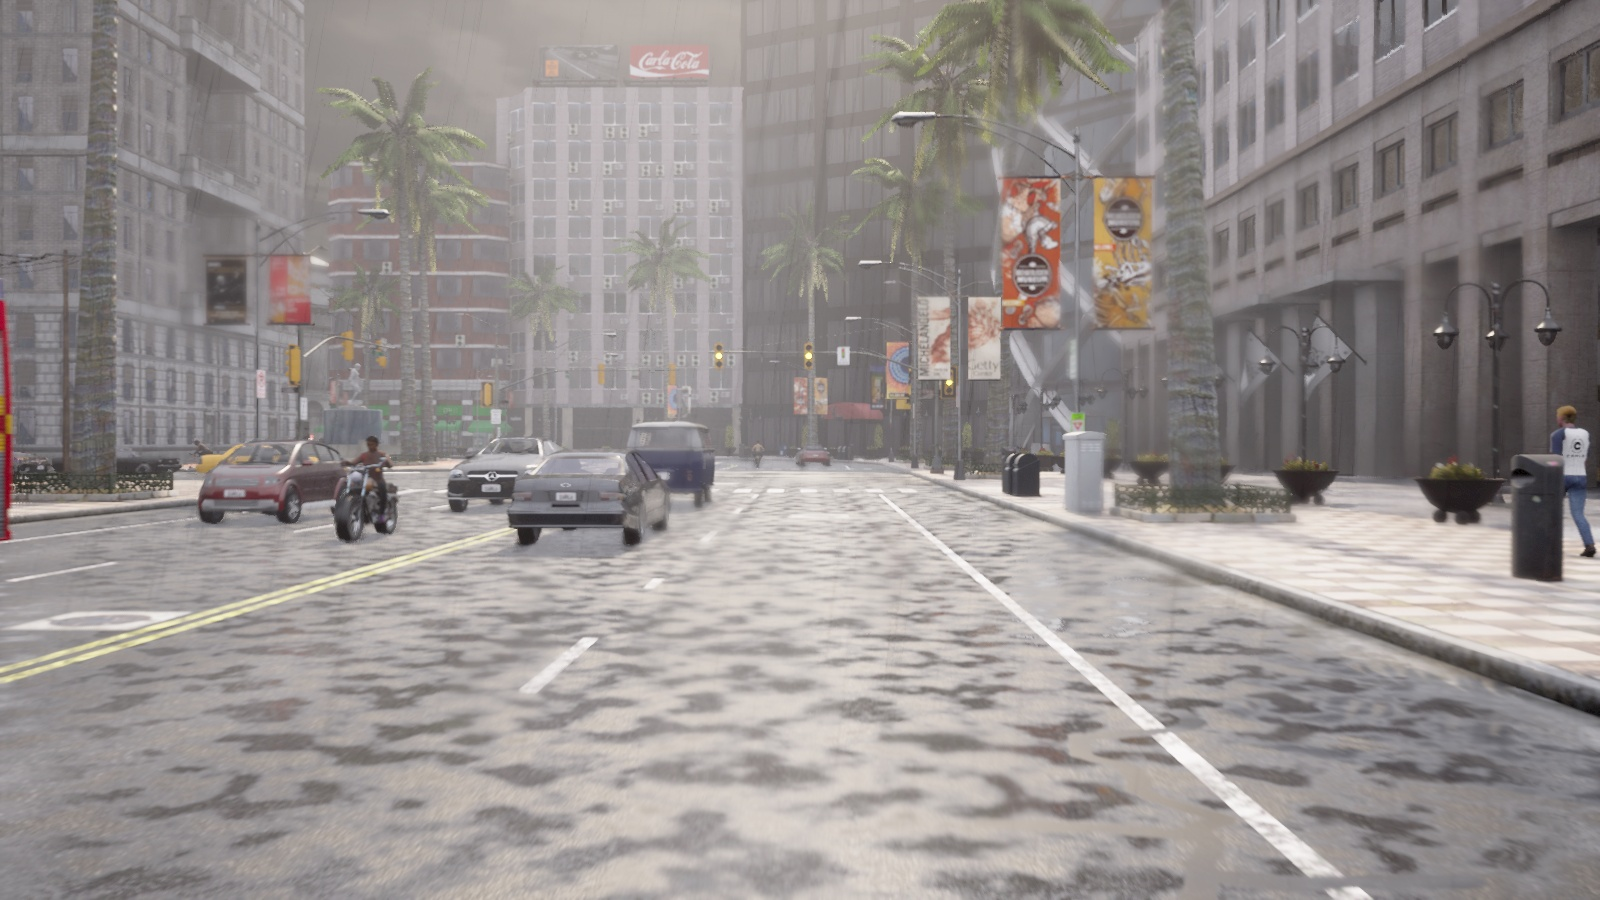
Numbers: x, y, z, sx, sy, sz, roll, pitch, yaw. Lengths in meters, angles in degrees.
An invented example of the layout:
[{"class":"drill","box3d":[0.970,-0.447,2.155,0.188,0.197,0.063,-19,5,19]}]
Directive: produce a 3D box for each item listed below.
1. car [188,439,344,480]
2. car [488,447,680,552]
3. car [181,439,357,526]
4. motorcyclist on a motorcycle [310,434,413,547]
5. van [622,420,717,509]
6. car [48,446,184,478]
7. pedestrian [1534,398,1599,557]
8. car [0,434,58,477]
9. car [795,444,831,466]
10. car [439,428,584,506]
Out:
[{"class":"car","box3d":[-20.856,0.367,49.177,5.366,1.575,1.801,0,0,2]},{"class":"car","box3d":[-3.197,0.670,19.805,2.033,1.411,5.357,0,0,1]},{"class":"car","box3d":[-10.134,0.568,24.262,1.789,1.549,3.705,0,0,1]},{"class":"motorcyclist on a motorcycle","box3d":[-6.759,0.572,19.488,0.766,1.649,2.350,0,1,0]},{"class":"van","box3d":[-3.048,0.312,30.144,1.775,1.987,4.442,0,0,1]},{"class":"car","box3d":[-28.717,0.499,52.798,4.718,1.301,1.895,0,0,1]},{"class":"pedestrian","box3d":[9.080,0.320,14.852,0.354,1.836,0.706,0,0,-1]},{"class":"car","box3d":[-32.277,0.196,49.339,5.027,1.651,2.152,0,0,1]},{"class":"car","box3d":[0.805,0.305,82.807,1.994,1.385,4.181,0,0,-5]},{"class":"car","box3d":[-6.566,0.340,29.241,2.152,1.651,5.027,0,0,1]}]
